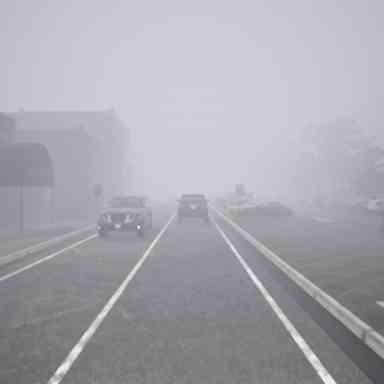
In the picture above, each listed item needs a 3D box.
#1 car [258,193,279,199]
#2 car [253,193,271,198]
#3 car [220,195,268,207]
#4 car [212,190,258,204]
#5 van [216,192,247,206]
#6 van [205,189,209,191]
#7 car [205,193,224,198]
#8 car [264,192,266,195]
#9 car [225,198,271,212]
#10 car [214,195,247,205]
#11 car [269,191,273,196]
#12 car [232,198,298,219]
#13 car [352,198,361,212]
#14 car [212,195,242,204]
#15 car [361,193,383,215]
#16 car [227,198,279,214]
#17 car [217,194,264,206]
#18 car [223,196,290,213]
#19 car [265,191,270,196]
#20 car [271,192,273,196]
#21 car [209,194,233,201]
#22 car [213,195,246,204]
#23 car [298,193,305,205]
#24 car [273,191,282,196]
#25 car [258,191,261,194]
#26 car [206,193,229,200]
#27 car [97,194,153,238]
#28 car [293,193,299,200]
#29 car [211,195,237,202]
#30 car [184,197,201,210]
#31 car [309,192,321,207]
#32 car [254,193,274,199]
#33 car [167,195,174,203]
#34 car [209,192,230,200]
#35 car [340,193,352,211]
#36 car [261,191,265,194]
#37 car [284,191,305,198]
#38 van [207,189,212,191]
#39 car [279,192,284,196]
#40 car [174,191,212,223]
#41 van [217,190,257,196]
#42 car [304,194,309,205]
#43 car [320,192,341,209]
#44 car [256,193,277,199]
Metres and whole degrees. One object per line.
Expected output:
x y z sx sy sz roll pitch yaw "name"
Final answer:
19.233 1.053 83.364 4.792 1.488 2.163 0 0 0 "car"
19.225 0.990 91.717 4.674 1.452 2.002 0 1 0 "car"
6.001 1.385 38.829 4.792 1.488 2.163 0 0 0 "car"
6.020 1.048 47.176 5.566 2.045 2.435 0 0 0 "car"
5.937 1.055 49.960 4.442 1.987 1.878 0 0 0 "van"
6.253 0.750 88.925 4.442 1.987 1.878 0 1 0 "van"
6.148 0.952 91.711 4.892 1.521 2.231 0 1 0 "car"
19.189 1.133 75.007 4.674 1.452 2.002 0 0 0 "car"
6.027 1.414 36.046 4.674 1.452 2.002 0 0 0 "car"
6.053 1.262 52.745 4.892 1.521 2.231 0 0 0 "car"
19.143 1.013 69.437 4.553 1.767 2.185 0 0 0 "car"
6.022 1.469 27.838 4.674 1.452 2.002 1 0 0 "car"
19.130 1.265 33.358 4.553 1.767 2.185 0 0 0 "car"
6.078 1.223 58.310 4.892 1.521 2.231 0 0 0 "car"
19.121 1.159 30.447 5.566 2.045 2.435 0 0 0 "car"
6.048 1.422 33.262 4.792 1.488 2.163 0 0 0 "car"
6.030 1.338 41.612 4.892 1.521 2.231 0 0 0 "car"
5.827 1.408 30.480 5.366 1.575 1.946 0 0 0 "car"
19.175 1.116 72.222 5.008 1.535 2.097 0 0 0 "car"
19.174 1.159 66.653 5.008 1.535 2.097 0 0 0 "car"
6.066 1.169 69.444 4.792 1.488 2.163 0 0 0 "car"
6.251 1.239 55.527 5.366 1.575 1.946 0 0 0 "car"
19.139 1.279 49.942 5.008 1.535 2.097 0 0 0 "car"
19.135 0.929 63.865 5.566 2.045 2.435 0 0 0 "car"
19.170 0.796 80.574 5.566 2.045 2.435 0 1 0 "car"
5.927 1.069 77.794 5.366 1.575 1.946 0 0 0 "car"
-3.371 1.168 17.842 2.150 2.045 5.566 0 0 0 "car"
19.110 1.290 52.729 4.792 1.488 2.163 0 0 0 "car"
6.086 1.222 63.878 4.674 1.452 2.002 0 0 0 "car"
0.047 1.373 41.506 1.994 1.385 4.181 0 0 0 "car"
19.150 1.065 44.496 5.566 2.045 2.435 0 0 0 "car"
19.221 0.974 88.931 5.008 1.535 2.097 0 1 0 "car"
-3.374 1.247 58.636 2.033 1.411 5.357 0 0 1 "car"
6.076 0.969 75.010 4.553 1.767 2.185 0 0 0 "car"
19.136 1.246 36.142 4.553 1.767 2.185 0 0 0 "car"
19.161 0.945 77.791 4.553 1.767 2.185 0 0 0 "car"
19.183 1.096 58.296 4.553 1.767 2.185 0 0 0 "car"
5.984 0.891 72.289 4.442 1.987 1.878 0 0 0 "van"
19.164 1.203 61.083 4.892 1.521 2.231 0 0 0 "car"
0.069 1.131 24.637 2.150 2.045 5.566 0 0 0 "car"
5.926 1.091 44.518 4.442 1.987 1.878 0 0 0 "van"
19.314 1.294 47.282 5.366 1.575 1.946 0 0 0 "car"
19.085 1.210 41.588 4.553 1.767 2.185 0 0 0 "car"
19.217 1.000 86.146 4.892 1.521 2.231 0 1 0 "car"
